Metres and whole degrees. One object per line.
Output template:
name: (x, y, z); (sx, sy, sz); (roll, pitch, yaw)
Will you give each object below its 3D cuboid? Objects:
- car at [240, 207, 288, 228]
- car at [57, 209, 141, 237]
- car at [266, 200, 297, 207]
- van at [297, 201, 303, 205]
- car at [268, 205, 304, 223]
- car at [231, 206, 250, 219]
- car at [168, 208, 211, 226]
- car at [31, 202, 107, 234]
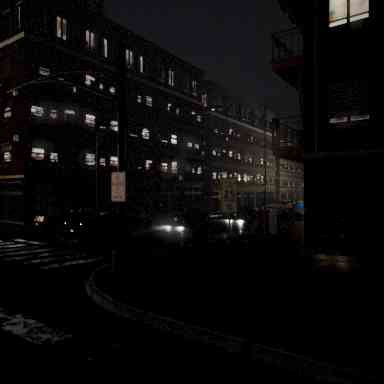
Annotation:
car: (5.739, 2.048, 26.146); (1.802, 1.307, 4.206); (-2, -2, 35)
car: (-5.390, 1.884, 20.286); (1.895, 1.301, 4.718); (0, -1, 36)
car: (11.739, 2.050, 44.680); (2.150, 2.045, 5.566); (0, -1, 35)
van: (18.399, 2.464, 58.836); (1.690, 1.788, 3.998); (-1, -2, 35)
car: (8.995, 2.121, 30.807); (2.008, 1.369, 4.403); (-2, -2, 35)
car: (5.563, 2.196, 35.935); (1.994, 1.385, 4.181); (0, -1, 34)
car: (-0.150, 2.013, 27.759); (1.994, 1.385, 4.181); (0, -1, 34)
car: (-7.651, 1.604, 21.569); (2.192, 1.841, 5.009); (-1, -2, 35)
